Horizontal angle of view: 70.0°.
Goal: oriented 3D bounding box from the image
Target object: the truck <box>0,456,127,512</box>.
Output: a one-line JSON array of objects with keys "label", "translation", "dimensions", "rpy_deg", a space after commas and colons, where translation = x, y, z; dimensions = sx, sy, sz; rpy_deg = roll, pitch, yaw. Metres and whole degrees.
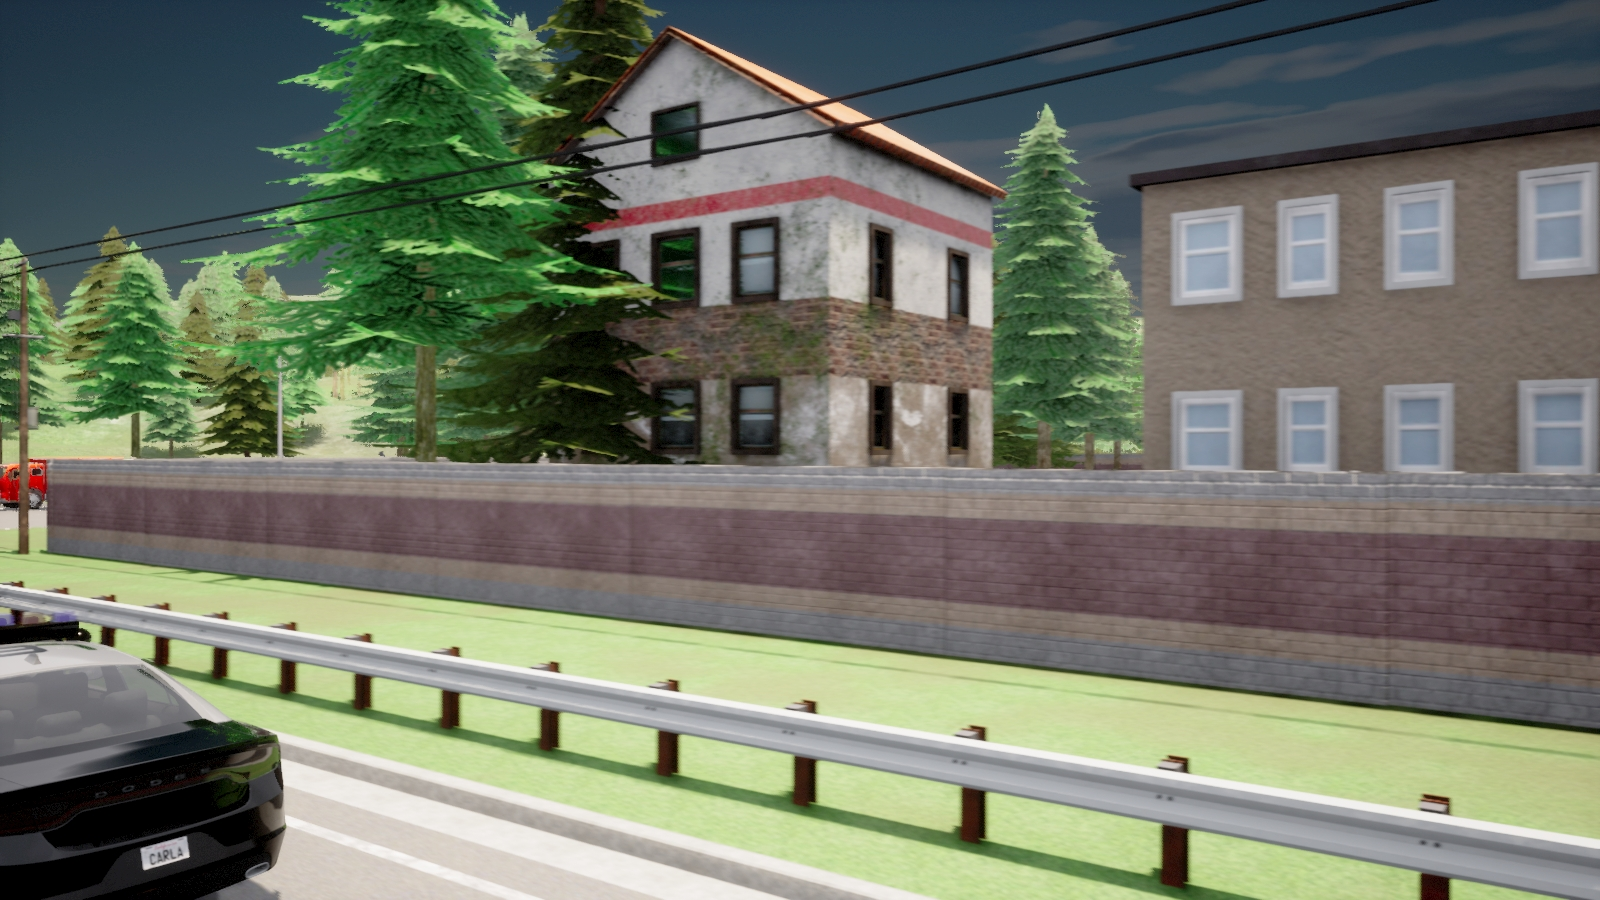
[{"label": "truck", "translation": [-35.637, 1.565, 54.772], "dimensions": [2.627, 2.467, 5.204], "rpy_deg": [0, 0, 35]}]

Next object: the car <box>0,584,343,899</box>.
[{"label": "car", "translation": [-5.559, 1.982, 7.678], "dimensions": [5.238, 1.638, 2.097], "rpy_deg": [0, 0, 35]}]
